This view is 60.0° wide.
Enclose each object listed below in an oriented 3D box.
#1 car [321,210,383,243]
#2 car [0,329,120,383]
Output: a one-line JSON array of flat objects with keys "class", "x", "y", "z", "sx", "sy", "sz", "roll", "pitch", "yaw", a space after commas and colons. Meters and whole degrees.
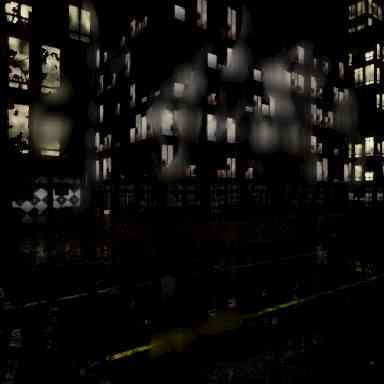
[{"class": "car", "x": 8.140, "y": 1.563, "z": 16.226, "sx": 4.313, "sy": 1.339, "sz": 1.947, "roll": 0, "pitch": 0, "yaw": -36}, {"class": "car", "x": -2.726, "y": 1.477, "z": 1.378, "sx": 5.008, "sy": 1.535, "sz": 1.882, "roll": 0, "pitch": 0, "yaw": -35}]
